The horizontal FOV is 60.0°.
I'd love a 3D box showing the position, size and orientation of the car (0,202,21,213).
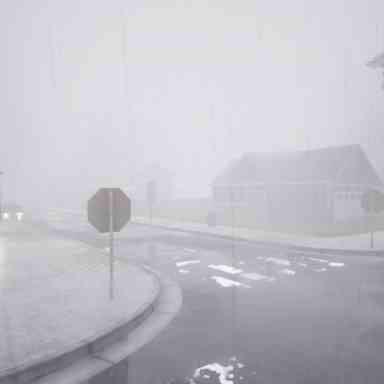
[{"bbox_3d":[-23.633,1.939,43.325,1.895,1.301,4.718,0,0,-36],"label":"car"}]
